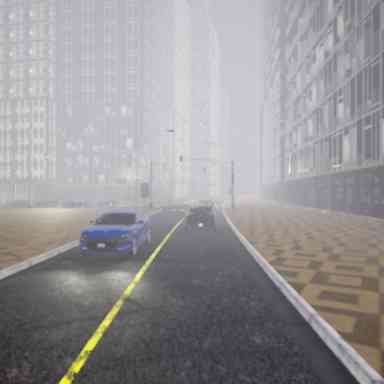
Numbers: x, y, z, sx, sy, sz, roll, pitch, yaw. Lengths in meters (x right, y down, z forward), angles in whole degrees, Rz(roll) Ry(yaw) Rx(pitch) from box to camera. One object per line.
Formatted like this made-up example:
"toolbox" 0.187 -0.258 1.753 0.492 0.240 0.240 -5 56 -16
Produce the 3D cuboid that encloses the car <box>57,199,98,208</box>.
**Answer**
"car" -16.138 1.693 47.051 4.403 1.369 2.008 -1 1 13

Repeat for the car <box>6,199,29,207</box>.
"car" -30.762 2.000 58.930 4.313 1.339 1.947 -1 1 13

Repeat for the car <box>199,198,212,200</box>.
"car" 1.471 1.421 35.775 2.128 1.511 4.902 0 0 4

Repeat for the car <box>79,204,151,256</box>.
"car" -2.847 1.452 13.229 1.882 1.535 5.008 0 0 2

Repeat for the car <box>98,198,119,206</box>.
"car" -14.299 1.716 55.227 4.403 1.369 2.008 -1 1 13

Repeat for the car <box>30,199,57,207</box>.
"car" -25.274 1.909 57.696 4.313 1.339 1.947 -1 1 13

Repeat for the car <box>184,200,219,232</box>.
"car" 0.545 1.472 19.880 1.837 1.490 4.892 0 0 2
